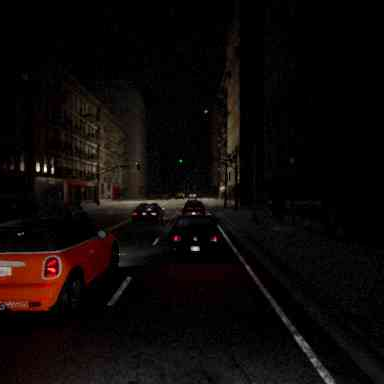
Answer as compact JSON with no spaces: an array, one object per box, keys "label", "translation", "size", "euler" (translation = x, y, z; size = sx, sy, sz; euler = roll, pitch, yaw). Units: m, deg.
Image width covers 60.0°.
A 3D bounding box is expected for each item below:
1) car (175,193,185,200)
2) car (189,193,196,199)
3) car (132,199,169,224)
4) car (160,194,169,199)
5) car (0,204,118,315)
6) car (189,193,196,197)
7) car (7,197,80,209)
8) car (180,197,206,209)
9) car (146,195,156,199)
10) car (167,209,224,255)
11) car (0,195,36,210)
[{"label":"car","translation":[-3.135,1.079,85.572],"size":[2.097,1.767,4.553],"euler":[0,0,0]},{"label":"car","translation":[0.128,1.075,95.608],"size":[1.837,1.490,4.892],"euler":[0,0,0]},{"label":"car","translation":[-3.118,1.479,24.215],"size":[2.033,1.411,5.357],"euler":[0,0,0]},{"label":"car","translation":[-6.394,1.291,78.997],"size":[2.033,1.411,5.357],"euler":[0,0,0]},{"label":"car","translation":[-3.139,1.331,7.653],"size":[2.097,1.767,4.553],"euler":[0,0,0]},{"label":"car","translation":[0.115,1.320,85.662],"size":[1.895,1.301,4.718],"euler":[0,0,0]},{"label":"car","translation":[-6.571,1.306,16.138],"size":[2.097,1.767,4.553],"euler":[0,0,0]},{"label":"car","translation":[0.136,1.425,27.871],"size":[1.837,1.490,4.892],"euler":[0,0,0]},{"label":"car","translation":[-9.644,1.304,79.002],"size":[1.994,1.385,4.181],"euler":[0,0,0]},{"label":"car","translation":[0.116,1.564,13.142],"size":[1.895,1.301,4.718],"euler":[0,0,0]},{"label":"car","translation":[-9.822,1.175,17.169],"size":[2.150,2.045,5.566],"euler":[0,0,0]}]
